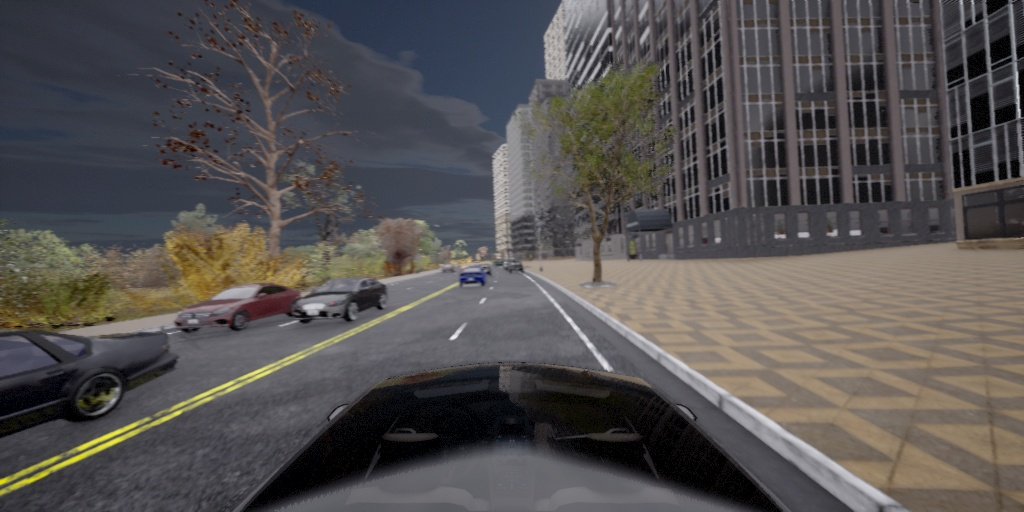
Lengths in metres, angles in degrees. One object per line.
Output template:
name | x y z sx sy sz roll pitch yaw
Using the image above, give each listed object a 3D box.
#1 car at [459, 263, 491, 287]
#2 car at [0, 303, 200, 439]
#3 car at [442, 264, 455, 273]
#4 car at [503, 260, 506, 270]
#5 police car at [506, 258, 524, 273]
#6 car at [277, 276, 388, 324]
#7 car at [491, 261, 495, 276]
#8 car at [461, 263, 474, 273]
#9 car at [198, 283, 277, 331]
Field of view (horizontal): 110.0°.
car | -3.010 1.531 28.457 1.882 1.535 5.008 -2 0 -1
car | -6.654 1.595 3.677 2.033 1.411 5.357 -2 0 2
car | -10.821 2.156 61.091 1.812 1.442 4.674 -2 0 -3
car | 0.028 1.696 59.799 1.812 1.442 4.674 -2 0 -3
police car | 0.545 1.493 49.830 1.930 1.638 5.238 -2 0 -3
car | -6.448 1.594 14.101 2.128 1.511 4.902 -2 0 1
car | -3.370 1.692 43.891 1.837 1.490 4.892 -2 0 -2
car | -7.590 1.974 61.327 1.882 1.535 5.008 -2 0 -3
car | -9.704 1.762 13.276 1.812 1.442 4.674 -2 0 1
